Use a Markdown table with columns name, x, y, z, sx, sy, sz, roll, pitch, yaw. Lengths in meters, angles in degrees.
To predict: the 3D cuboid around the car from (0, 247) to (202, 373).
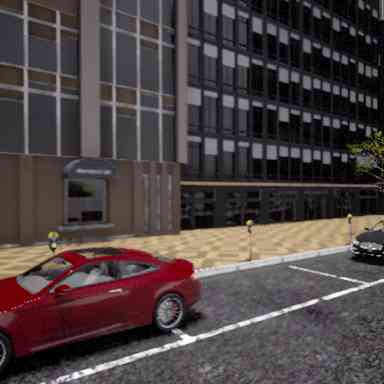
| name | x | y | z | sx | sy | sz | roll | pitch | yaw |
| --- | --- | --- | --- | --- | --- | --- | --- | --- | --- |
| car | -1.757 | 1.592 | 5.319 | 4.206 | 1.307 | 1.802 | 0 | -1 | -36 |

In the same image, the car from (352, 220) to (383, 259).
| name | x | y | z | sx | sy | sz | roll | pitch | yaw |
| --- | --- | --- | --- | --- | --- | --- | --- | --- | --- |
| car | 7.486 | 1.636 | 11.935 | 4.403 | 1.369 | 2.008 | 0 | -1 | -36 |
